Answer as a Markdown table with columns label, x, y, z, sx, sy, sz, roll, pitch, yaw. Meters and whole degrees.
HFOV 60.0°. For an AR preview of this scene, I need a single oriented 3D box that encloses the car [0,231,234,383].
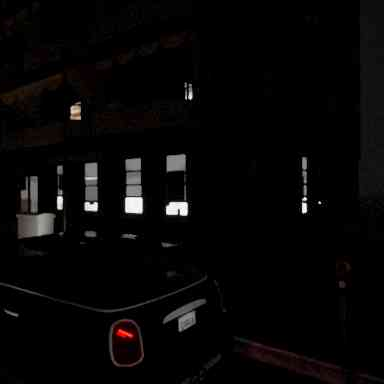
| label | x | y | z | sx | sy | sz | roll | pitch | yaw |
| --- | --- | --- | --- | --- | --- | --- | --- | --- | --- |
| car | -1.781 | 1.349 | 4.665 | 4.553 | 1.767 | 2.097 | 0 | 0 | 36 |
